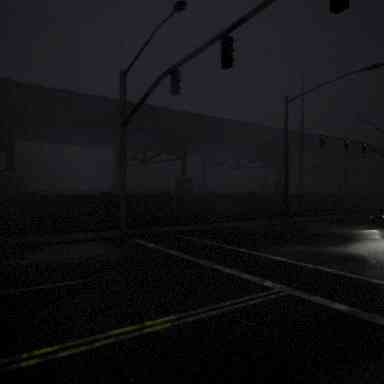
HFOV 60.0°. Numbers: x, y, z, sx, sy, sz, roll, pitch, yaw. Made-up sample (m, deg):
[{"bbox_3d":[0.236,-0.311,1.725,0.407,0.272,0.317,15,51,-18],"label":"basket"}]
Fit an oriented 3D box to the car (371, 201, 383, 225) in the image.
[{"bbox_3d":[14.661,1.217,23.086,5.566,2.045,2.150,0,0,-36],"label":"car"}]
